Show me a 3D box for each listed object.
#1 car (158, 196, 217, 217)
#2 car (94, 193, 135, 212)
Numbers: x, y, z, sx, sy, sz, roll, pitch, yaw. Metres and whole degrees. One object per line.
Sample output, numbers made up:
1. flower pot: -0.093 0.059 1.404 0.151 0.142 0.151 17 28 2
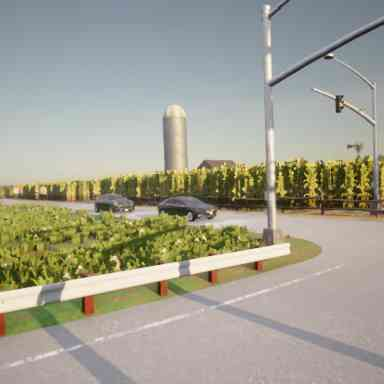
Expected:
1. car: -0.414 1.077 22.249 1.837 1.490 4.892 -4 2 -40
2. car: -7.057 0.964 30.062 2.097 1.767 4.553 -4 2 -40
